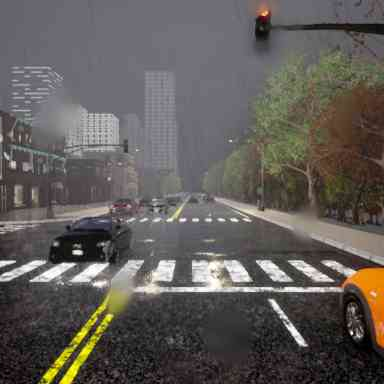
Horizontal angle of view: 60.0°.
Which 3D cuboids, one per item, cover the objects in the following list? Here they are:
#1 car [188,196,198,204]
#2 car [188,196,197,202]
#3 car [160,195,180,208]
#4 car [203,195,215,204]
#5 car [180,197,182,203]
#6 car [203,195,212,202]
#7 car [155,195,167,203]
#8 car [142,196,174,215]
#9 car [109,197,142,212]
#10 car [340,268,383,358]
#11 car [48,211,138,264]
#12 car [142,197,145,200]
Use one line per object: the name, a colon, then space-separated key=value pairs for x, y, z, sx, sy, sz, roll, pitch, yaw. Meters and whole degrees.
car: x=0.248 y=1.519 z=64.421 sx=2.033 sy=1.411 sz=5.357 roll=0 pitch=0 yaw=1
car: x=0.177 y=1.561 z=74.914 sx=1.895 sy=1.301 sz=4.718 roll=0 pitch=0 yaw=0
car: x=-3.237 y=1.457 z=48.721 sx=1.882 sy=1.535 sz=5.008 roll=0 pitch=0 yaw=0
car: x=3.498 y=1.463 z=64.696 sx=2.128 sy=1.511 sz=4.902 roll=0 pitch=0 yaw=0
car: x=-3.097 y=1.539 z=68.666 sx=1.994 sy=1.385 sz=4.181 roll=0 pitch=0 yaw=0
car: x=3.427 y=1.443 z=74.861 sx=1.882 sy=1.535 sz=5.008 roll=0 pitch=0 yaw=0
car: x=-6.352 y=1.448 z=68.222 sx=1.882 sy=1.535 sz=5.008 roll=0 pitch=0 yaw=0
car: x=-3.274 y=1.479 z=33.153 sx=2.128 sy=1.511 sz=4.902 roll=0 pitch=0 yaw=0
car: x=-6.527 y=1.340 z=32.234 sx=2.097 sy=1.767 sz=4.553 roll=0 pitch=0 yaw=0
car: x=3.359 y=1.351 z=3.381 sx=2.097 sy=1.767 sz=4.553 roll=0 pitch=0 yaw=0
car: x=-3.324 y=1.561 z=11.640 sx=1.994 sy=1.385 sz=4.181 roll=0 pitch=0 yaw=0
car: x=-6.487 y=1.458 z=48.486 sx=1.882 sy=1.535 sz=5.008 roll=0 pitch=0 yaw=0
